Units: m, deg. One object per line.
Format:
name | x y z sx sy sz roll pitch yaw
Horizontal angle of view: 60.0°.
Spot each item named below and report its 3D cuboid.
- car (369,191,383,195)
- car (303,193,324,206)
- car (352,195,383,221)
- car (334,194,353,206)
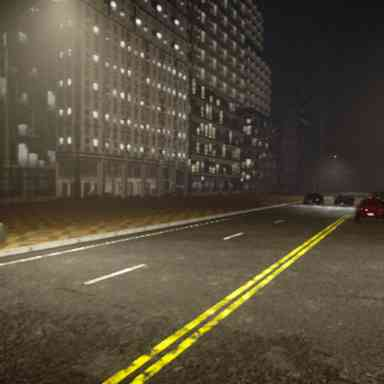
car | 24.138 0.699 42.974 2.097 1.767 4.553 1 1 30
car | 14.724 0.823 40.090 1.812 1.442 4.674 1 1 30
car | 12.203 1.172 22.522 1.812 1.442 4.674 1 1 30
car | 18.048 0.954 39.339 1.895 1.301 4.718 1 1 31
